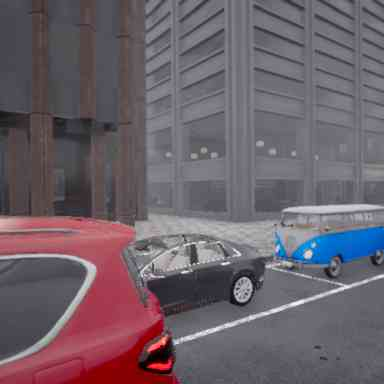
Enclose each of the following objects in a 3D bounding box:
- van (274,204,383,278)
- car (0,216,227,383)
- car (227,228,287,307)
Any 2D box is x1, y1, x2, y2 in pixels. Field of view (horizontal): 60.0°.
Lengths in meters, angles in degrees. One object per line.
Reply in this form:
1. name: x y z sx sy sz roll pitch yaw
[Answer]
1. van: 4.082 1.267 9.559 3.998 1.788 1.690 -1 0 -35
2. car: -2.672 1.233 1.471 5.566 2.045 2.150 -1 0 -35
3. car: -0.506 1.524 6.289 4.403 1.369 2.008 -1 0 -35
